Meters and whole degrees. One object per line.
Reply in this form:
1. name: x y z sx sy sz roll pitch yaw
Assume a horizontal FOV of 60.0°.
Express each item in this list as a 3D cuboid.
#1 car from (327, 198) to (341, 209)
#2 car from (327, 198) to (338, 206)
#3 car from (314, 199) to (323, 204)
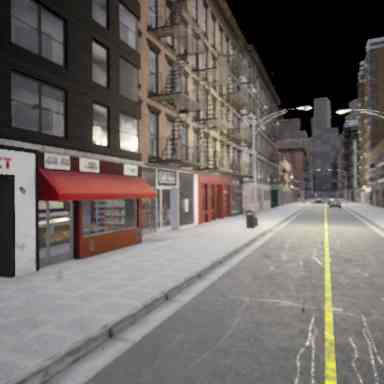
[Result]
1. car: 23.214 1.945 54.044 2.033 1.411 5.357 -1 -1 22
2. car: 28.719 2.047 68.113 2.128 1.511 4.902 -1 -1 22
3. car: 30.387 2.239 79.714 1.895 1.301 4.718 -1 -1 22
